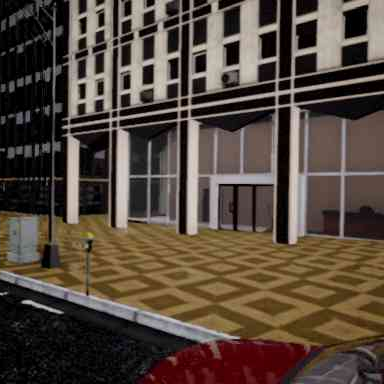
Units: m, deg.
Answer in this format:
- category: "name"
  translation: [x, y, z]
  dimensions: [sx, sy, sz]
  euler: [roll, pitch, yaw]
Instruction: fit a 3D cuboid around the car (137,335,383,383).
- category: "car"
  translation: [1.409, 1.582, 1.856]
  dimensions: [4.206, 1.307, 1.802]
  euler: [0, 1, 36]
